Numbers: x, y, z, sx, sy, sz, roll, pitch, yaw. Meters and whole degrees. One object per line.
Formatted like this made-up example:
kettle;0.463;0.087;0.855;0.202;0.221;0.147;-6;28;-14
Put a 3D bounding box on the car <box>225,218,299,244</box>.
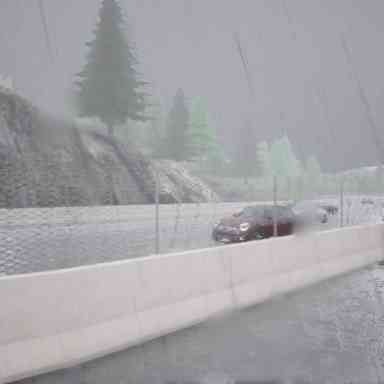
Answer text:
car;3.099;1.413;15.343;4.553;1.767;2.097;0;0;-39
